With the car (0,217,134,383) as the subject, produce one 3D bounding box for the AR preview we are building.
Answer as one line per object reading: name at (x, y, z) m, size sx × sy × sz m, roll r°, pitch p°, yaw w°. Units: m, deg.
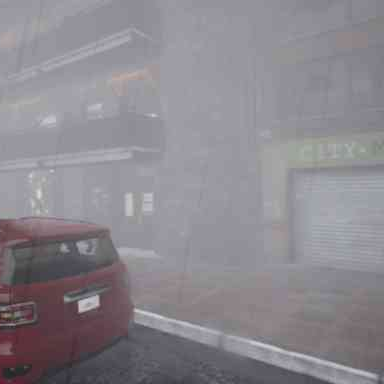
car at (-3.098, 1.306, 4.999) m, size 5.009 × 1.841 × 2.192 m, roll 0°, pitch 0°, yaw 34°
